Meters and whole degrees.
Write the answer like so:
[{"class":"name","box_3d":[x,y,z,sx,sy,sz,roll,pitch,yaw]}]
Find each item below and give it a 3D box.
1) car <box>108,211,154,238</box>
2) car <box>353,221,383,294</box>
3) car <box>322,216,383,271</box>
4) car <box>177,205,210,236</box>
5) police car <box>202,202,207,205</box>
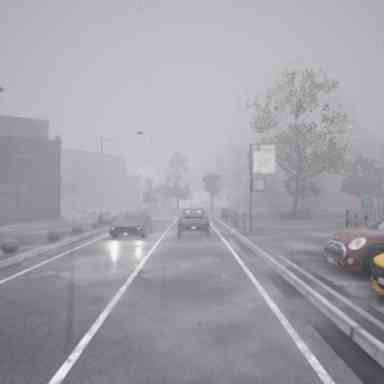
[{"class":"car","box_3d":[-3.312,1.790,19.265,2.033,1.411,5.357,0,-1,0]},{"class":"car","box_3d":[6.217,1.475,6.524,5.008,1.535,2.097,0,0,-1]},{"class":"car","box_3d":[6.215,1.362,9.560,4.553,1.767,2.185,0,0,-1]},{"class":"car","box_3d":[0.093,1.758,20.245,2.128,1.511,4.902,0,-1,0]},{"class":"police car","box_3d":[0.314,2.214,36.513,2.038,1.542,4.974,0,-2,4]}]
